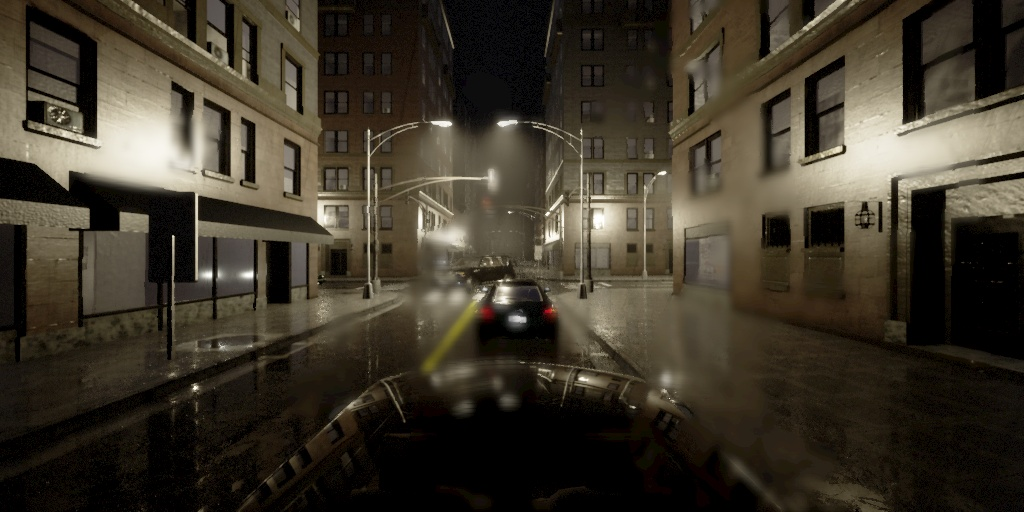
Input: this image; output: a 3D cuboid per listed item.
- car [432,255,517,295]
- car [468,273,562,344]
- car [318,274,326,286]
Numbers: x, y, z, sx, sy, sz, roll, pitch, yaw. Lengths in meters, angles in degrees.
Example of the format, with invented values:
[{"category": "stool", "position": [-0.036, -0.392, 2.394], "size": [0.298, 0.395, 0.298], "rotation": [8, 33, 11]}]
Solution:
[{"category": "car", "position": [-1.954, 0.968, 20.128], "size": [2.150, 2.045, 5.566], "rotation": [-2, -1, 32]}, {"category": "car", "position": [0.115, 1.313, 9.555], "size": [1.994, 1.385, 4.181], "rotation": [0, 0, -1]}, {"category": "car", "position": [-14.086, 1.384, 21.930], "size": [4.718, 1.301, 1.895], "rotation": [0, 0, 0]}]
